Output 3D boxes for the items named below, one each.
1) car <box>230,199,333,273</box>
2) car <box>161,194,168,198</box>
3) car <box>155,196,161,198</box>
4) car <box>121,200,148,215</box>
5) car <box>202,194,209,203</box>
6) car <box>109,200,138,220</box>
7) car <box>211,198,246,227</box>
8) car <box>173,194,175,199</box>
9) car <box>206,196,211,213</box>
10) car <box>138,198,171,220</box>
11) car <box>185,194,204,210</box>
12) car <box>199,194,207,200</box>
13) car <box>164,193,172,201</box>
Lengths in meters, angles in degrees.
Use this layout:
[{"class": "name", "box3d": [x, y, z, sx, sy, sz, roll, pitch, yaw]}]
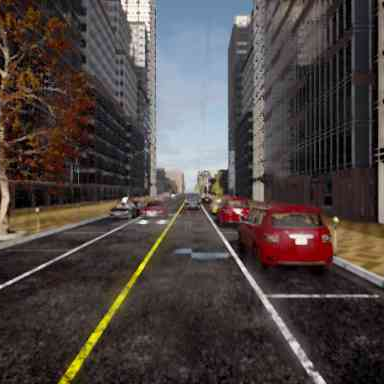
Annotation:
[{"class": "car", "box3d": [2.697, 1.297, 10.592, 2.192, 1.841, 5.009, 0, 0, 0]}, {"class": "car", "box3d": [-5.673, 1.437, 56.145, 2.008, 1.369, 4.403, 0, 0, 0]}, {"class": "car", "box3d": [-5.675, 1.495, 44.759, 1.802, 1.307, 4.206, 0, 0, 0]}, {"class": "car", "box3d": [-5.679, 1.505, 33.376, 1.947, 1.339, 4.313, 0, 0, 0]}, {"class": "car", "box3d": [2.710, 1.437, 61.822, 1.947, 1.339, 4.313, 0, 0, 0]}, {"class": "car", "box3d": [-5.680, 1.502, 27.684, 2.008, 1.369, 4.403, 0, 0, 0]}, {"class": "car", "box3d": [2.700, 1.277, 21.977, 2.192, 1.841, 5.009, 0, 0, 0]}, {"class": "car", "box3d": [-5.667, 1.409, 78.914, 1.802, 1.307, 4.206, 0, 0, 0]}, {"class": "car", "box3d": [2.702, 1.464, 33.531, 1.752, 1.417, 4.829, 0, 0, 0]}, {"class": "car", "box3d": [-3.092, 1.476, 27.974, 1.812, 1.442, 4.674, 0, 0, 0]}, {"class": "car", "box3d": [0.111, 1.412, 41.811, 2.128, 1.511, 4.902, 0, 0, 0]}, {"class": "car", "box3d": [2.716, 1.251, 84.589, 1.967, 1.590, 4.097, 0, 0, 0]}, {"class": "car", "box3d": [-5.669, 1.402, 67.529, 1.887, 1.381, 4.507, 0, 0, 0]}]
